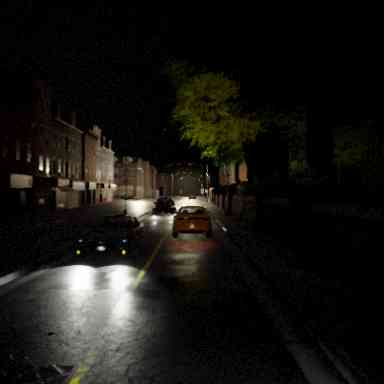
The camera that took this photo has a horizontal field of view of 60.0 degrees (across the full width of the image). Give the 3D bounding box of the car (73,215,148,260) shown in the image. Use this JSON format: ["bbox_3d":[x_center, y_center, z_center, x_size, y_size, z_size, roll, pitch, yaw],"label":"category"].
[{"bbox_3d":[-2.832,1.563,12.348,1.994,1.385,4.181,0,0,0],"label":"car"}]

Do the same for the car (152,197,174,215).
[{"bbox_3d":[-2.761,1.351,33.627,2.097,1.767,4.553,0,0,1],"label":"car"}]

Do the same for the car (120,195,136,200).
[{"bbox_3d":[-15.024,1.304,79.239,4.313,1.339,1.947,1,-1,0],"label":"car"}]

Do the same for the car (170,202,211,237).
[{"bbox_3d":[0.004,1.479,18.256,1.882,1.535,5.008,0,0,0],"label":"car"}]

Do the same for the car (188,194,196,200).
[{"bbox_3d":[0.031,1.261,88.904,2.097,1.767,4.553,0,0,0],"label":"car"}]
